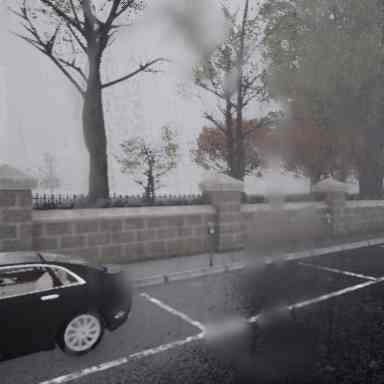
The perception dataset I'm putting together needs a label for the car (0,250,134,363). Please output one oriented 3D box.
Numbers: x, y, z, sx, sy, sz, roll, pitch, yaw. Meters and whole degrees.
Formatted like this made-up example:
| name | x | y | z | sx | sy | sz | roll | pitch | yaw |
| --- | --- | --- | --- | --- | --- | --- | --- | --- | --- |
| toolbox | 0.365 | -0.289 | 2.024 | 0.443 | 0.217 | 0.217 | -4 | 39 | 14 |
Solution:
| name | x | y | z | sx | sy | sz | roll | pitch | yaw |
| --- | --- | --- | --- | --- | --- | --- | --- | --- | --- |
| car | -2.965 | 1.551 | 4.446 | 4.403 | 1.369 | 2.008 | 0 | 0 | -35 |
